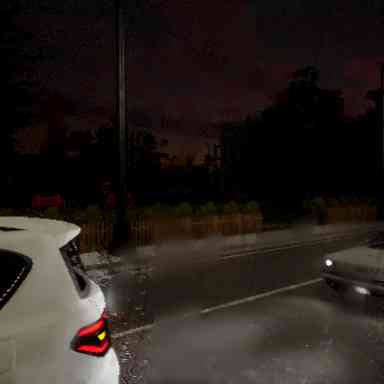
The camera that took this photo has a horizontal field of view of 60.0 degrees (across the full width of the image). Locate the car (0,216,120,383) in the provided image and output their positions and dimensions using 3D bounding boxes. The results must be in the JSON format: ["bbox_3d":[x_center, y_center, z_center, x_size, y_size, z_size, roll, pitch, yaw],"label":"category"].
[{"bbox_3d":[-3.170,1.243,1.719,5.566,2.045,2.150,0,0,-36],"label":"car"}]

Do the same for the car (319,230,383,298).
[{"bbox_3d":[5.009,1.535,7.597,4.718,1.301,1.895,-1,0,-36],"label":"car"}]
